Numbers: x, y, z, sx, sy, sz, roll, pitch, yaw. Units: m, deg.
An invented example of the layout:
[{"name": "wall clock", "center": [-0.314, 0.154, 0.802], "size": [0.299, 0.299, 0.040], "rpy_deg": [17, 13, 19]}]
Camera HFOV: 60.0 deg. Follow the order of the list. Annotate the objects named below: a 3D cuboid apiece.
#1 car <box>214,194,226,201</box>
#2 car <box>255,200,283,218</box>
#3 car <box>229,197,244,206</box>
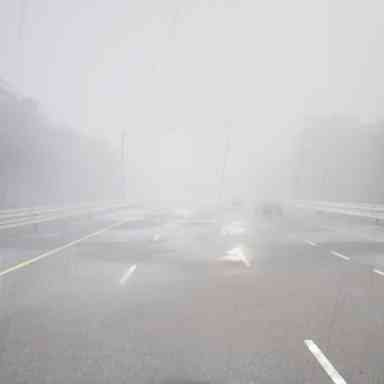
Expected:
[{"name": "car", "center": [7.354, 1.349, 83.622], "size": [2.097, 1.767, 4.553], "rpy_deg": [0, 0, 0]}, {"name": "car", "center": [7.044, 1.515, 30.795], "size": [1.837, 1.490, 4.892], "rpy_deg": [0, 0, 0]}, {"name": "car", "center": [7.140, 1.561, 53.522], "size": [2.033, 1.411, 5.357], "rpy_deg": [0, 0, 0]}]
